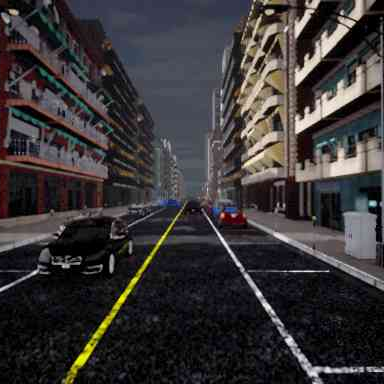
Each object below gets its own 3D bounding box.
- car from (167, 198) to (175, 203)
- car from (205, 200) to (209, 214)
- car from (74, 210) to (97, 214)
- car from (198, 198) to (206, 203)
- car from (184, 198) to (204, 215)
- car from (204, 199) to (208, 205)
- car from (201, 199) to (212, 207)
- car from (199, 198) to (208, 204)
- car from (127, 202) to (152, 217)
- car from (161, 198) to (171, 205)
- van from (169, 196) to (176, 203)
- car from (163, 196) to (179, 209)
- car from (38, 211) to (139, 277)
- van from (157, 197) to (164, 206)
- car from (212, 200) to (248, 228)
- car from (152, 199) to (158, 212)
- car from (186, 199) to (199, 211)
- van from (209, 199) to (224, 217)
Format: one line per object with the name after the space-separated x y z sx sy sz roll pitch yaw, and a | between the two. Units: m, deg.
-5.660 2.256 89.810 1.947 1.339 4.313 0 0 0 | car
2.708 1.803 34.563 1.887 1.381 4.507 0 0 0 | car
-5.678 1.684 18.008 2.008 1.369 4.403 1 0 0 | car
2.722 2.235 89.796 1.887 1.381 4.507 0 0 0 | car
0.104 1.756 37.229 1.882 1.535 5.008 0 0 0 | car
2.709 1.845 40.086 1.887 1.381 4.507 0 0 0 | car
2.715 1.997 62.349 1.752 1.417 4.829 0 0 0 | car
2.718 2.183 78.749 1.802 1.307 4.206 0 0 0 | car
-5.674 1.809 34.579 2.008 1.369 4.403 1 0 0 | car
-5.663 2.082 73.071 1.752 1.417 4.829 0 0 0 | car
-5.656 2.077 95.336 1.690 1.788 3.998 0 0 0 | van
-3.070 1.877 52.974 1.882 1.535 5.008 0 0 0 | car
-3.099 1.583 10.566 1.837 1.490 4.892 0 0 0 | car
-5.664 1.812 62.195 1.690 1.788 3.998 1 0 0 | van
2.706 1.615 23.517 1.967 1.590 4.097 1 0 0 | car
-5.672 1.851 40.102 2.008 1.369 4.403 1 0 0 | car
0.102 1.870 48.604 1.837 1.490 4.892 0 0 0 | car
2.708 1.557 29.041 1.690 1.788 3.998 1 0 0 | van
